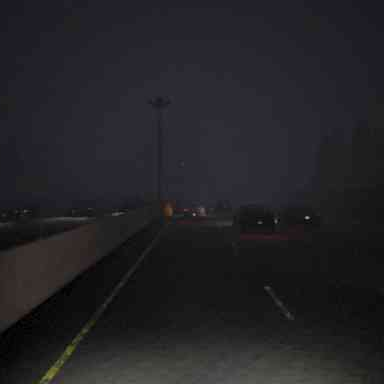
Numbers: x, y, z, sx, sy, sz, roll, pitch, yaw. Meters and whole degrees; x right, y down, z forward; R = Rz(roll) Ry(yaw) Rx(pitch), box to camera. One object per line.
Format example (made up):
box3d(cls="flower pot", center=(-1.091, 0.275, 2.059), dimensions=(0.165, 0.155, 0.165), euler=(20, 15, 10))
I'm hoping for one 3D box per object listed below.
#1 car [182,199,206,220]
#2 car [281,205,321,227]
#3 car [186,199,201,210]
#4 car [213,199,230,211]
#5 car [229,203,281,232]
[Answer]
box3d(cls="car", center=(0.170, 1.534, 27.985), dimensions=(1.812, 1.442, 4.674), euler=(0, 0, 0))
box3d(cls="car", center=(7.156, 1.574, 22.637), dimensions=(1.994, 1.385, 4.181), euler=(0, 0, 0))
box3d(cls="car", center=(0.214, 1.613, 44.559), dimensions=(1.895, 1.301, 4.718), euler=(0, 0, 0))
box3d(cls="car", center=(3.702, 1.576, 40.204), dimensions=(1.994, 1.385, 4.181), euler=(0, 0, 0))
box3d(cls="car", center=(3.649, 1.485, 20.224), dimensions=(1.882, 1.535, 5.008), euler=(0, 0, 0))
